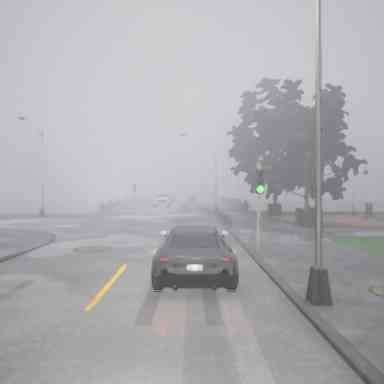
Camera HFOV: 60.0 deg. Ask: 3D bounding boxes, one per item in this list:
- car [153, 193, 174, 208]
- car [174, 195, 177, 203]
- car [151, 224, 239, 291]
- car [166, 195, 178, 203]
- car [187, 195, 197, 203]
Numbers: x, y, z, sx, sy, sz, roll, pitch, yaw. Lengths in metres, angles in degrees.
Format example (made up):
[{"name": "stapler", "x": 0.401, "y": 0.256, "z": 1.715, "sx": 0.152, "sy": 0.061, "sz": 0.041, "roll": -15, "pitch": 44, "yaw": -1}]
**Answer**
[{"name": "car", "x": -4.178, "y": 1.140, "z": 47.119, "sx": 2.150, "sy": 2.045, "sz": 5.566, "roll": 0, "pitch": 0, "yaw": 0}, {"name": "car", "x": -4.158, "y": 1.448, "z": 57.372, "sx": 2.033, "sy": 1.411, "sz": 5.357, "roll": 0, "pitch": 0, "yaw": 0}, {"name": "car", "x": 0.066, "y": 1.548, "z": 8.966, "sx": 1.994, "sy": 1.385, "sz": 4.181, "roll": 0, "pitch": 0, "yaw": 0}, {"name": "car", "x": -4.112, "y": 1.377, "z": 67.614, "sx": 2.128, "sy": 1.511, "sz": 4.902, "roll": 0, "pitch": 0, "yaw": 0}, {"name": "car", "x": -0.010, "y": 1.364, "z": 65.862, "sx": 1.882, "sy": 1.535, "sz": 5.008, "roll": 0, "pitch": 0, "yaw": 0}]
